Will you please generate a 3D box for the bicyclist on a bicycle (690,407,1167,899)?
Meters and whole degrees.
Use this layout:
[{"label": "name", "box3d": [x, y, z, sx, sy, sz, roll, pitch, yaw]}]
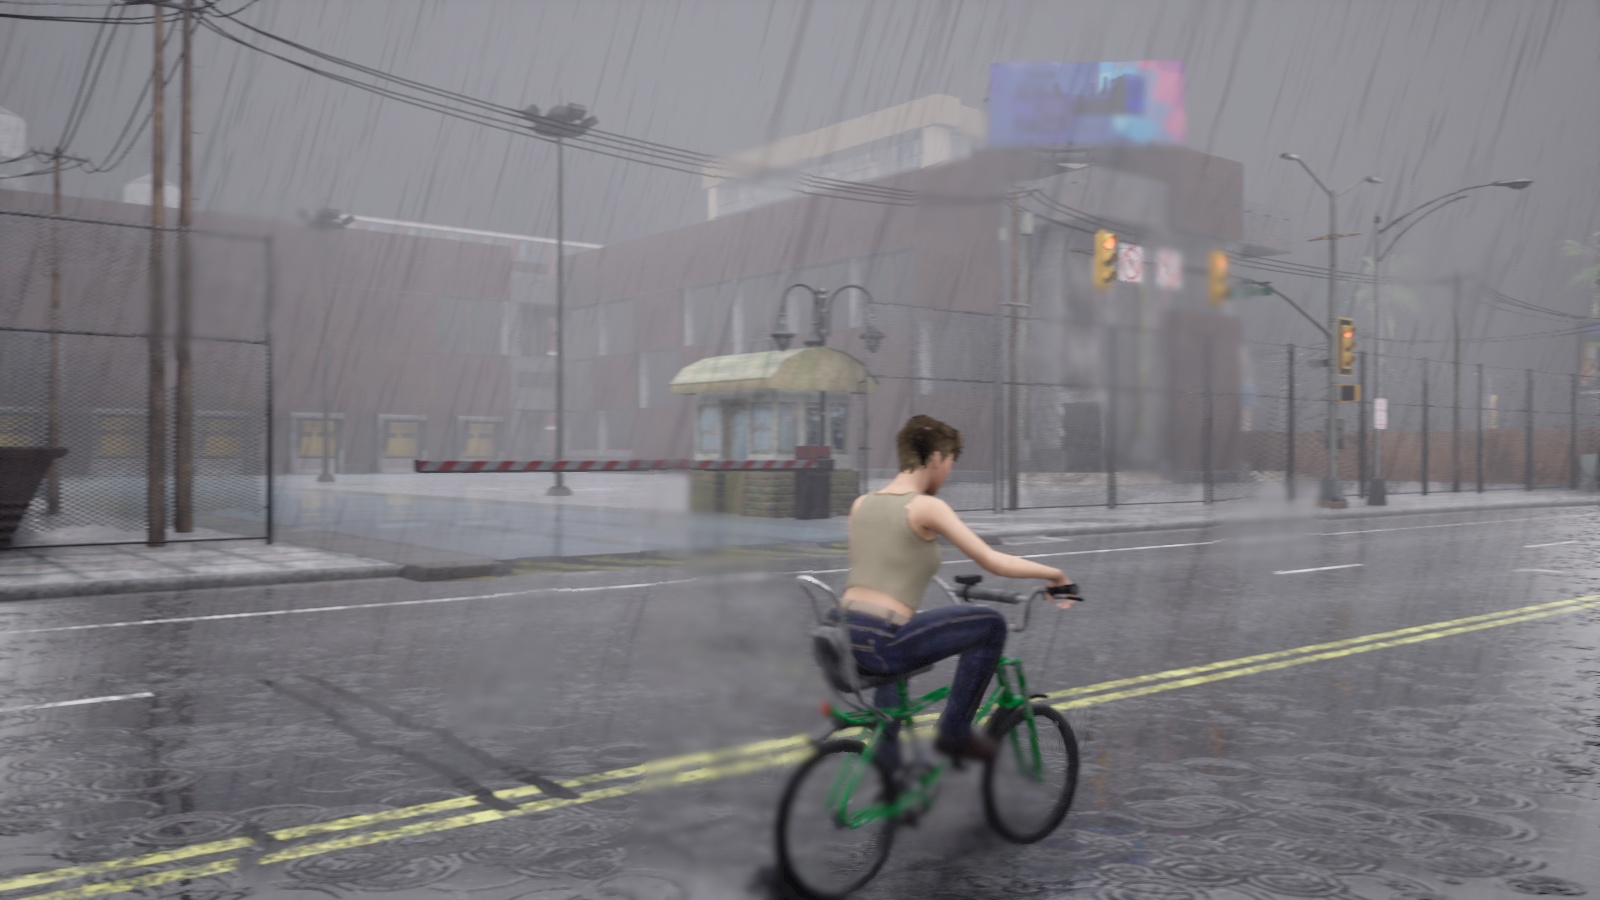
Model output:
[{"label": "bicyclist on a bicycle", "box3d": [0.481, 0.683, 4.443, 1.509, 1.612, 0.866, 0, 0, -39]}]
